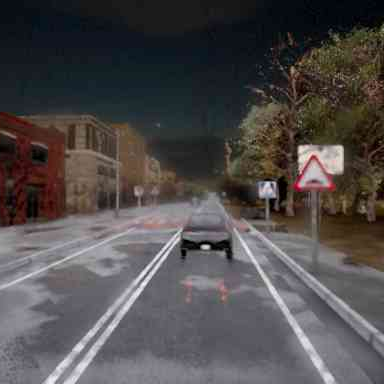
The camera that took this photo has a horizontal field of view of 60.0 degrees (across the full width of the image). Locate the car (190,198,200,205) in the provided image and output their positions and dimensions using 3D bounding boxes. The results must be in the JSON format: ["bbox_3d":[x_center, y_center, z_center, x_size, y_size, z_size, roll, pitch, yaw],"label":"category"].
[{"bbox_3d":[0.699,1.940,66.500,1.812,1.442,4.674,0,-1,4],"label":"car"}]

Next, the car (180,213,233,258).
[{"bbox_3d":[0.611,1.577,13.208,2.128,1.511,4.902,0,0,4],"label":"car"}]
